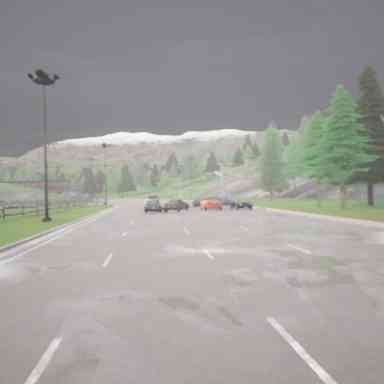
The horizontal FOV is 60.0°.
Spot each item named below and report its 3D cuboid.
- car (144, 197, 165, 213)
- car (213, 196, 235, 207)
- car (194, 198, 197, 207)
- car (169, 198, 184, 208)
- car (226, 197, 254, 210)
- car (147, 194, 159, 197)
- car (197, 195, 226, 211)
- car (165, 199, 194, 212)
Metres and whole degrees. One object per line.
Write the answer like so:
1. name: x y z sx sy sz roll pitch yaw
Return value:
1. car: -4.491 1.666 38.477 1.994 1.385 4.181 -1 0 -7
2. car: 4.687 1.429 49.802 2.033 1.411 5.357 -1 0 -7
3. car: 1.180 1.529 49.672 1.994 1.385 4.181 -1 0 -7
4. car: -2.309 1.650 49.386 1.895 1.301 4.718 -1 0 -7
5. car: 5.882 1.455 40.236 1.895 1.301 4.718 -1 0 -7
6. car: -5.745 1.353 48.559 2.150 2.045 5.566 -1 0 -7
7. car: 2.273 1.292 40.826 2.097 1.767 4.553 -1 0 -7
8. car: -1.837 1.586 39.283 2.033 1.411 5.357 -1 0 16
